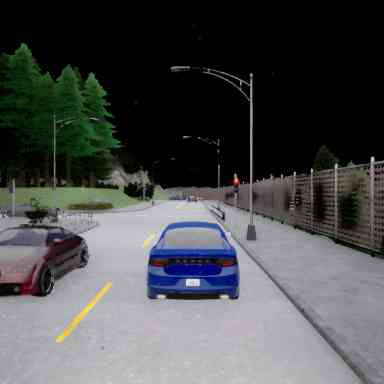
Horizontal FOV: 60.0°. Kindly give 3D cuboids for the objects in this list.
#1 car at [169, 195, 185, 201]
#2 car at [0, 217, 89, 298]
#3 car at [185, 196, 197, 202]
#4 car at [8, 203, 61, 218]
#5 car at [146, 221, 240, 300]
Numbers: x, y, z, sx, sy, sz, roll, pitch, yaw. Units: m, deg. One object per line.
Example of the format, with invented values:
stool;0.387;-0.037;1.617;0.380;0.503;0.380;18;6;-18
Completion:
car;-3.810;1.540;87.951;5.357;1.411;2.033;0;0;40
car;-4.107;1.564;8.423;1.994;1.385;4.181;0;0;0
car;0.025;1.524;72.995;1.812;1.442;4.674;0;0;0
car;-13.680;1.564;29.031;4.181;1.385;1.994;0;0;-1
car;0.037;1.478;8.457;1.882;1.535;5.008;0;0;1
